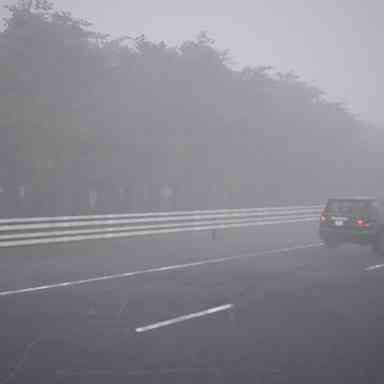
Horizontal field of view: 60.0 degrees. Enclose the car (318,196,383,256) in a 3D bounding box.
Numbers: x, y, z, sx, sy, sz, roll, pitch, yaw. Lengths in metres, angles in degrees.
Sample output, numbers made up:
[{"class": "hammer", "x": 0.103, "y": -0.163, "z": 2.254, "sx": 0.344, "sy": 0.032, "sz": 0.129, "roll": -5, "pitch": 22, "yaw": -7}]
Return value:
[{"class": "car", "x": 7.379, "y": 1.200, "z": 13.319, "sx": 5.566, "sy": 2.045, "sz": 2.150, "roll": 0, "pitch": 0, "yaw": -36}]
